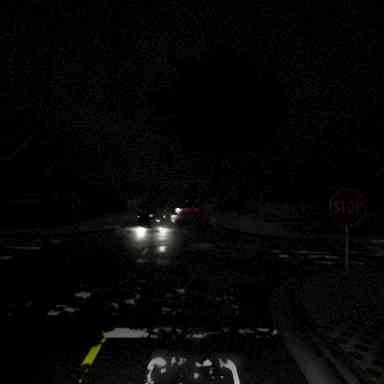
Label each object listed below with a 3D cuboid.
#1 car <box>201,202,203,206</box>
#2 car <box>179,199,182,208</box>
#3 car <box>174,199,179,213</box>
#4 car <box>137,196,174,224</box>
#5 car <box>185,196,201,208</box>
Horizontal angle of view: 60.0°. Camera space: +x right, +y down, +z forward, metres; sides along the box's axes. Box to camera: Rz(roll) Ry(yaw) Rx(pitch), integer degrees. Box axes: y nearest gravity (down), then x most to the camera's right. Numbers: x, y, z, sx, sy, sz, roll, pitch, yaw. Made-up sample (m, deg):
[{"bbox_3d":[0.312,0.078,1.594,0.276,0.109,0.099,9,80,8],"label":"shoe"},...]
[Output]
[{"bbox_3d":[0.868,2.132,67.187,1.994,1.385,4.181,0,-1,13],"label":"car"},{"bbox_3d":[-2.744,1.927,56.959,2.128,1.511,4.902,0,-1,2],"label":"car"},{"bbox_3d":[-2.869,1.717,38.132,1.882,1.535,5.008,0,0,0],"label":"car"},{"bbox_3d":[-2.864,1.340,26.082,2.150,2.045,5.566,0,-1,0],"label":"car"},{"bbox_3d":[-0.029,1.653,56.626,2.150,2.045,5.566,0,-1,1],"label":"car"}]
